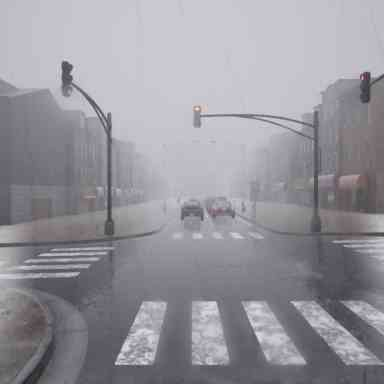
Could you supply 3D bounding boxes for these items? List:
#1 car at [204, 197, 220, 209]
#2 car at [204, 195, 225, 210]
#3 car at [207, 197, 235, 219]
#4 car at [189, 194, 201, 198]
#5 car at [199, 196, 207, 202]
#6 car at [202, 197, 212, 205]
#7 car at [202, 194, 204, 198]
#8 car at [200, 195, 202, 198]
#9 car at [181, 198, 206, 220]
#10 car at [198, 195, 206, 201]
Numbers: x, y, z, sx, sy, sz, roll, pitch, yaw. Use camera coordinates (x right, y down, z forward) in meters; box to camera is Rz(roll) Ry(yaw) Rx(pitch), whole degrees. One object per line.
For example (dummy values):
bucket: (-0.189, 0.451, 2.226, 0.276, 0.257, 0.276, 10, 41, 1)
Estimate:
car: (2.718, 1.509, 45.918, 1.967, 1.590, 4.097, -1, 0, 0)
car: (2.696, 1.356, 35.113, 2.192, 1.841, 5.009, -1, 0, 0)
car: (2.687, 1.470, 29.711, 1.967, 1.590, 4.097, -1, 0, 0)
car: (0.116, 1.606, 55.704, 1.837, 1.490, 4.892, 0, 0, 0)
car: (2.793, 1.792, 83.734, 1.802, 1.307, 4.206, -1, 0, 0)
car: (2.751, 1.648, 62.295, 1.752, 1.417, 4.829, -1, 0, 0)
car: (2.706, 1.370, 40.516, 2.192, 1.841, 5.009, -1, 0, 0)
car: (2.728, 1.525, 51.320, 1.967, 1.590, 4.097, -1, 0, 0)
car: (0.063, 1.532, 28.813, 1.837, 1.490, 4.892, 0, 0, 1)
car: (2.812, 1.702, 94.540, 1.967, 1.590, 4.097, -1, 0, 0)
